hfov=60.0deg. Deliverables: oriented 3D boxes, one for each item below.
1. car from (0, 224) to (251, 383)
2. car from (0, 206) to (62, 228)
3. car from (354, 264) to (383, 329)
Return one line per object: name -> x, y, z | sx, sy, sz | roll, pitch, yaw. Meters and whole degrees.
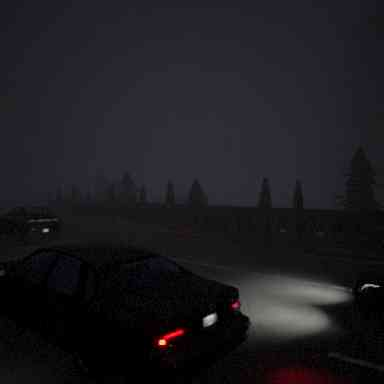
car -> -1.728, 1.538, 5.486 | 5.357, 1.411, 2.033 | 0, 0, 39
car -> -8.043, 1.449, 16.219 | 2.128, 1.511, 4.902 | 0, 0, -44
car -> 4.958, 1.548, 4.862 | 4.674, 1.442, 1.812 | 0, 0, 35
